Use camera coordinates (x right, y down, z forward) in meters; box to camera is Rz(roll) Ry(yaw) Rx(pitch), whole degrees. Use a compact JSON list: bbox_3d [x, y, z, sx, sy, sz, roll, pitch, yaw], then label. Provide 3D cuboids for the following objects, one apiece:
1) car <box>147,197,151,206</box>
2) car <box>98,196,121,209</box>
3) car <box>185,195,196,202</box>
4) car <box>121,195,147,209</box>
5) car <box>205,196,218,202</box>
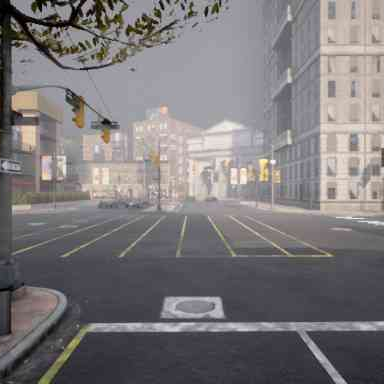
[{"bbox_3d":[-7.997,1.502,55.603,1.837,1.490,4.892,0,0,1],"label":"car"},{"bbox_3d":[-11.494,1.523,45.915,1.812,1.442,4.674,0,0,0],"label":"car"},{"bbox_3d":[-0.354,1.336,72.489,2.128,1.511,4.902,0,0,-8],"label":"car"},{"bbox_3d":[-7.997,1.489,46.225,2.128,1.511,4.902,0,0,1],"label":"car"},{"bbox_3d":[4.216,1.461,72.515,1.994,1.385,4.181,0,0,20],"label":"car"}]
